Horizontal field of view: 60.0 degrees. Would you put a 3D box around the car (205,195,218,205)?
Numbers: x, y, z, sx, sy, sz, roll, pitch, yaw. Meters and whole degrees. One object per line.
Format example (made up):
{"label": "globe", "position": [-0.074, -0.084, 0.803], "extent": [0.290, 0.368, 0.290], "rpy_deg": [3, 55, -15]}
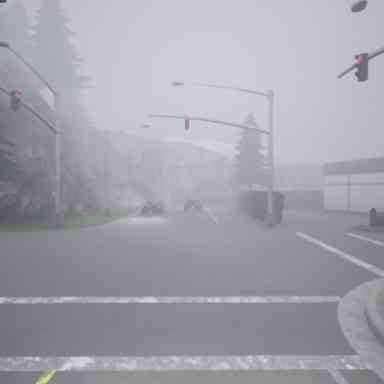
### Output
{"label": "car", "position": [1.550, 1.166, 48.766], "extent": [4.902, 1.511, 2.128], "rpy_deg": [0, 0, -28]}

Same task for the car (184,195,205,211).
{"label": "car", "position": [0.155, 1.264, 35.952], "extent": [1.837, 1.490, 4.892], "rpy_deg": [0, 0, 2]}

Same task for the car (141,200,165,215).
{"label": "car", "position": [-3.613, 1.392, 31.208], "extent": [1.895, 1.301, 4.718], "rpy_deg": [0, 0, 0]}
